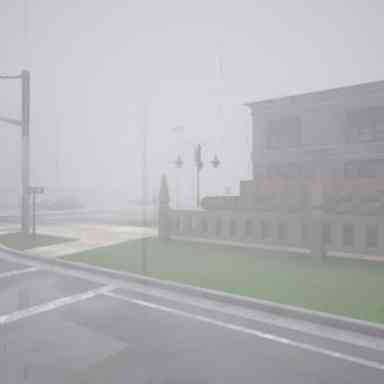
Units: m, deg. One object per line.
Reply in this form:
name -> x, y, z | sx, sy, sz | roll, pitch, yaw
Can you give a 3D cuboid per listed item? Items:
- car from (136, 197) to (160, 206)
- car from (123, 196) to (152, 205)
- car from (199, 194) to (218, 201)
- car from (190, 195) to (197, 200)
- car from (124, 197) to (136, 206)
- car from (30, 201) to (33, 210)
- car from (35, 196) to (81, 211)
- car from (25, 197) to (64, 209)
car -> -6.097, 1.569, 52.290 | 1.895, 1.301, 4.718 | 0, 0, 36
car -> -9.640, 1.510, 59.260 | 2.033, 1.411, 5.357 | 0, 0, 37
car -> 3.613, 1.129, 65.459 | 2.097, 1.767, 4.553 | 0, 0, 36
car -> 0.767, 1.143, 67.496 | 1.812, 1.442, 4.674 | 0, 0, 36
car -> -8.624, 1.566, 54.754 | 1.895, 1.301, 4.718 | 0, 0, 36
car -> -18.439, 1.493, 41.315 | 1.812, 1.442, 4.674 | 0, 0, 36
car -> -15.563, 1.323, 39.320 | 2.097, 1.767, 4.553 | 0, 0, 36
car -> -19.949, 1.489, 45.173 | 1.812, 1.442, 4.674 | 0, 0, 36
